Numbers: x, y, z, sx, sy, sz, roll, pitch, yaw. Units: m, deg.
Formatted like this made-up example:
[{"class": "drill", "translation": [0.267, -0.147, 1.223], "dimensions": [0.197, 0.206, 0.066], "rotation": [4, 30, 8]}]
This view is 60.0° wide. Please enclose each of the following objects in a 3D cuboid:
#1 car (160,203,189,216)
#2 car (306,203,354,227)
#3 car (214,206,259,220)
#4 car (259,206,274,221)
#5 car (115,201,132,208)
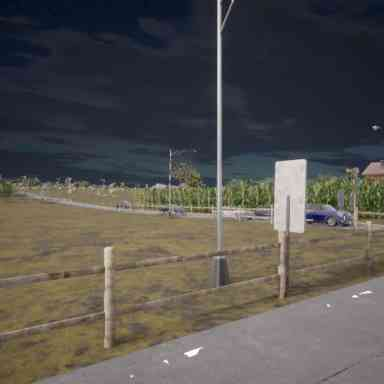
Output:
[{"class": "car", "translation": [-2.342, 2.255, 42.652], "dimensions": [1.837, 1.490, 4.892], "rotation": [3, -3, -35]}, {"class": "car", "translation": [9.948, 1.667, 25.497], "dimensions": [2.097, 1.767, 4.553], "rotation": [3, -3, -37]}, {"class": "car", "translation": [4.119, 2.125, 33.558], "dimensions": [1.895, 1.301, 4.718], "rotation": [3, -3, -35]}, {"class": "car", "translation": [7.250, 2.172, 34.221], "dimensions": [1.994, 1.385, 4.181], "rotation": [3, -3, -35]}, {"class": "car", "translation": [-11.186, 2.126, 55.245], "dimensions": [1.882, 1.535, 5.008], "rotation": [3, -2, -35]}]
